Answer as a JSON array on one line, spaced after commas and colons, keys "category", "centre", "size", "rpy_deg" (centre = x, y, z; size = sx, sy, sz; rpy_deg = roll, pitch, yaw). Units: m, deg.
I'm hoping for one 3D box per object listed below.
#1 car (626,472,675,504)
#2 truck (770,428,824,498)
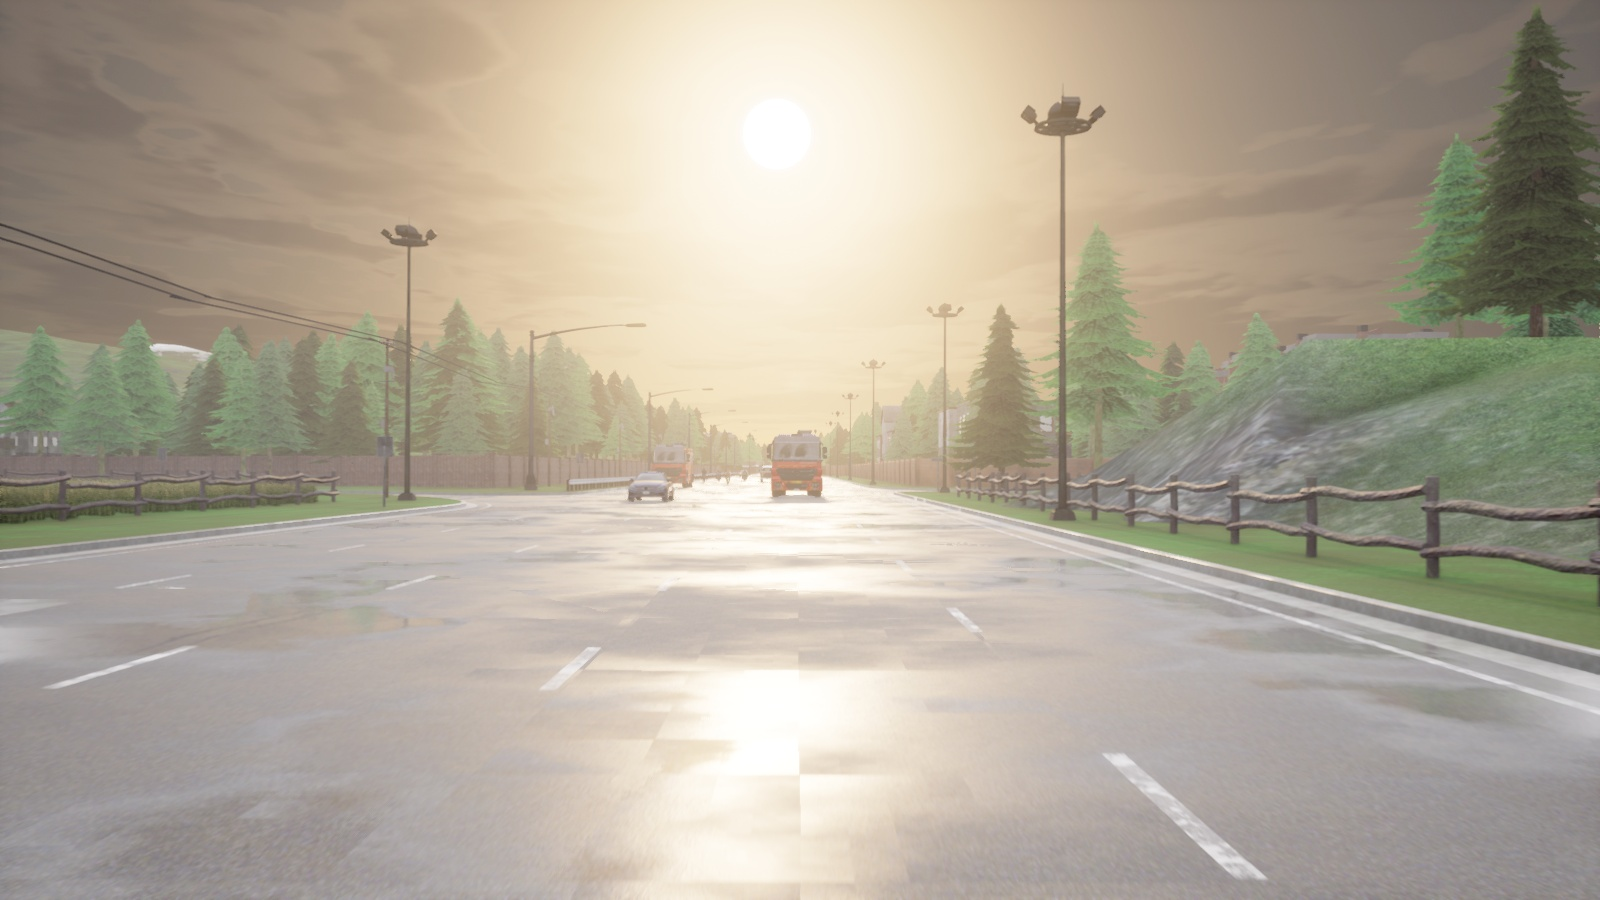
[{"category": "car", "centre": [-7.147, 1.808, 60.483], "size": [1.812, 1.442, 4.674], "rpy_deg": [0, -1, 0]}, {"category": "truck", "centre": [-0.180, 0.782, 72.825], "size": [2.891, 3.827, 8.468], "rpy_deg": [0, -1, 0]}]
